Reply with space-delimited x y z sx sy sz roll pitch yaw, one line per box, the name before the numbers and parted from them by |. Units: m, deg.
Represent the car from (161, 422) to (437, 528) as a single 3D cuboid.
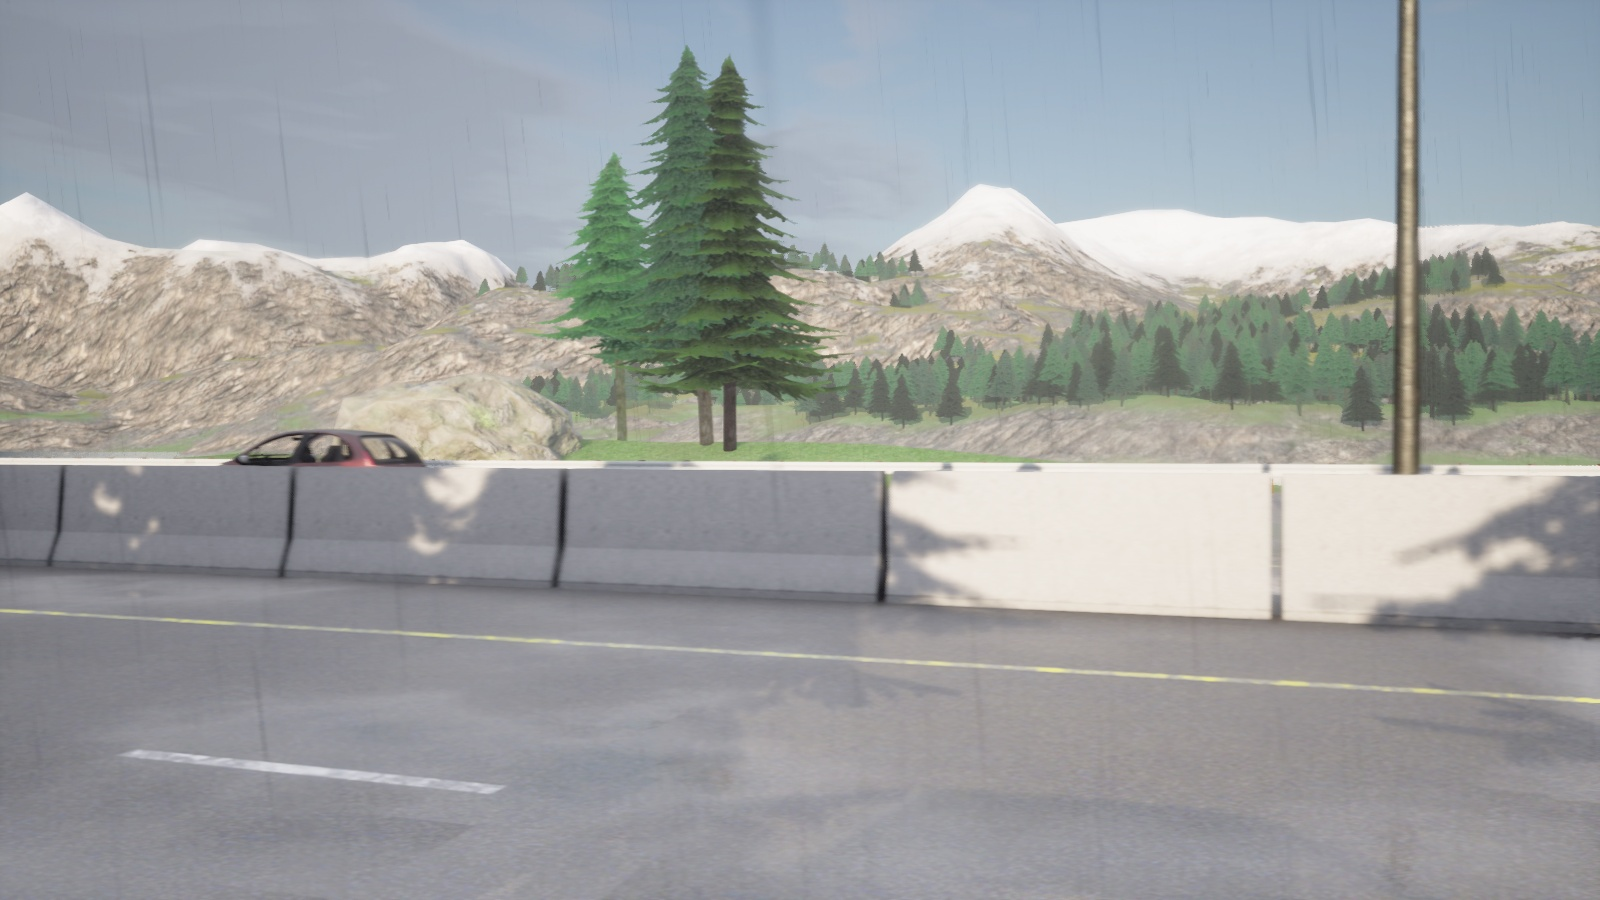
car | -8.243 0.361 20.736 3.988 1.617 1.851 0 1 19
